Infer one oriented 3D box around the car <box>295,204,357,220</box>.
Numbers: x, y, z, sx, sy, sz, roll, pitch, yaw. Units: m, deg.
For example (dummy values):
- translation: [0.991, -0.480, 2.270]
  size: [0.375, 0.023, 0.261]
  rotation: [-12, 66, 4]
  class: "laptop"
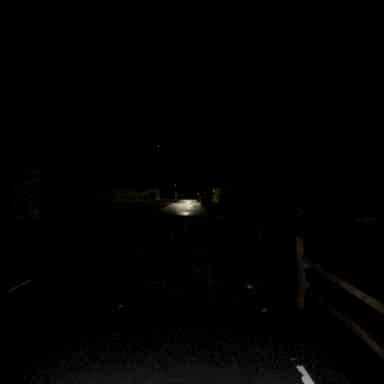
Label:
- translation: [11.529, 1.668, 28.636]
  size: [4.718, 1.301, 1.895]
  rotation: [0, 1, 0]
  class: "car"
